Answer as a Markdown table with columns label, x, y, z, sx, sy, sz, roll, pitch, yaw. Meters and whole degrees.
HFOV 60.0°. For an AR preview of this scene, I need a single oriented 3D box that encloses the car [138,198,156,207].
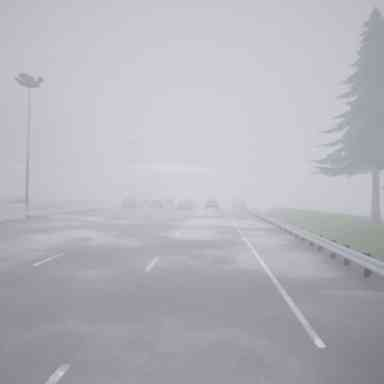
| label | x | y | z | sx | sy | sz | roll | pitch | yaw |
| --- | --- | --- | --- | --- | --- | --- | --- | --- | --- |
| car | -7.237 | 1.627 | 54.010 | 1.994 | 1.385 | 4.181 | 1 | 0 | 4 |

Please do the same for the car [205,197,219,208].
| label | x | y | z | sx | sy | sz | roll | pitch | yaw |
| --- | --- | --- | --- | --- | --- | --- | --- | --- | --- |
| car | 3.241 | 1.675 | 53.333 | 2.128 | 1.511 | 4.902 | 1 | 0 | 4 |

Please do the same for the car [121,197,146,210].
| label | x | y | z | sx | sy | sz | roll | pitch | yaw |
| --- | --- | --- | --- | --- | --- | --- | --- | --- | --- |
| car | -7.884 | 1.381 | 43.965 | 2.097 | 1.767 | 4.553 | 1 | 0 | 4 |

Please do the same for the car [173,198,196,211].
| label | x | y | z | sx | sy | sz | roll | pitch | yaw |
| --- | --- | --- | --- | --- | --- | --- | --- | --- | --- |
| car | -0.897 | 1.673 | 43.576 | 1.994 | 1.385 | 4.181 | 1 | 0 | 4 |

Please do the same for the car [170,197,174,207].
| label | x | y | z | sx | sy | sz | roll | pitch | yaw |
| --- | --- | --- | --- | --- | --- | --- | --- | --- | --- |
| car | -3.744 | 1.608 | 53.785 | 1.837 | 1.490 | 4.892 | 1 | 0 | 4 |

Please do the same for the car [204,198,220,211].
| label | x | y | z | sx | sy | sz | roll | pitch | yaw |
| --- | --- | --- | --- | --- | --- | --- | --- | --- | --- |
| car | 2.569 | 1.653 | 42.935 | 1.837 | 1.490 | 4.892 | 1 | 0 | 4 |

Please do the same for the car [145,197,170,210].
| label | x | y | z | sx | sy | sz | roll | pitch | yaw |
| --- | --- | --- | --- | --- | --- | --- | --- | --- | --- |
| car | -4.416 | 1.573 | 43.386 | 1.837 | 1.490 | 4.892 | 1 | 0 | 4 |
